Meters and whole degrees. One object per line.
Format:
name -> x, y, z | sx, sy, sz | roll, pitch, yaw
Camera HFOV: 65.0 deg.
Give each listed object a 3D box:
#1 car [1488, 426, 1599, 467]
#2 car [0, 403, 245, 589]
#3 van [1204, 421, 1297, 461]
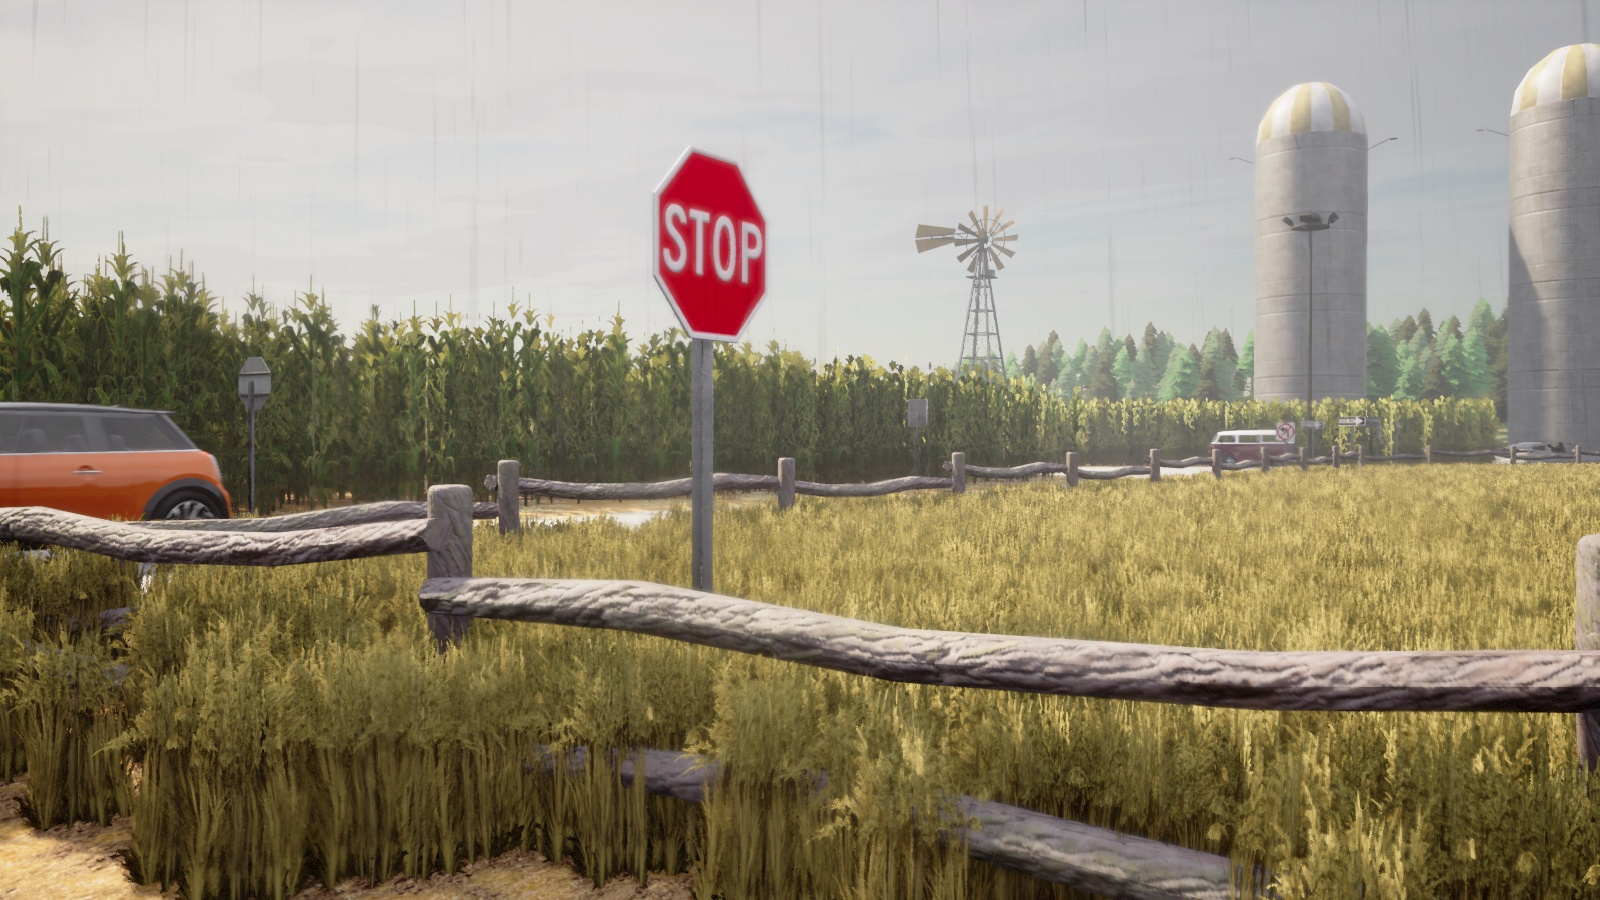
car -> 29.718, -0.170, 49.527 | 4.514, 1.525, 2.007 | -1, 0, -20
car -> -8.363, 0.443, 12.750 | 2.097, 1.767, 4.553 | -1, 0, 34
van -> 24.177, -0.482, 67.581 | 4.480, 2.038, 2.069 | -1, 0, 12
